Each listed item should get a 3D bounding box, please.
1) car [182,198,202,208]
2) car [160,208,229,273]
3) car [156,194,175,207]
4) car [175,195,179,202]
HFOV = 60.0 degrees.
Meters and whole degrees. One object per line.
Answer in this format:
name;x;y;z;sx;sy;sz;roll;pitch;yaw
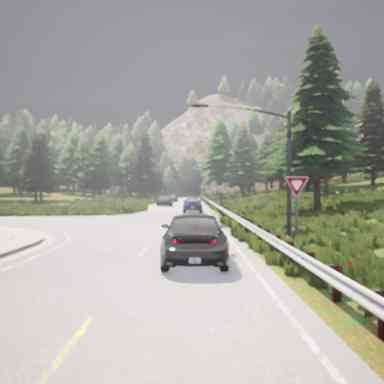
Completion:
car;0.051;1.293;34.379;1.812;1.442;4.674;0;0;0
car;0.072;1.430;10.443;1.837;1.490;4.892;0;-1;0
car;-3.649;1.175;44.707;1.882;1.535;5.008;0;0;0
car;-3.625;1.113;61.171;1.812;1.442;4.674;0;1;1
